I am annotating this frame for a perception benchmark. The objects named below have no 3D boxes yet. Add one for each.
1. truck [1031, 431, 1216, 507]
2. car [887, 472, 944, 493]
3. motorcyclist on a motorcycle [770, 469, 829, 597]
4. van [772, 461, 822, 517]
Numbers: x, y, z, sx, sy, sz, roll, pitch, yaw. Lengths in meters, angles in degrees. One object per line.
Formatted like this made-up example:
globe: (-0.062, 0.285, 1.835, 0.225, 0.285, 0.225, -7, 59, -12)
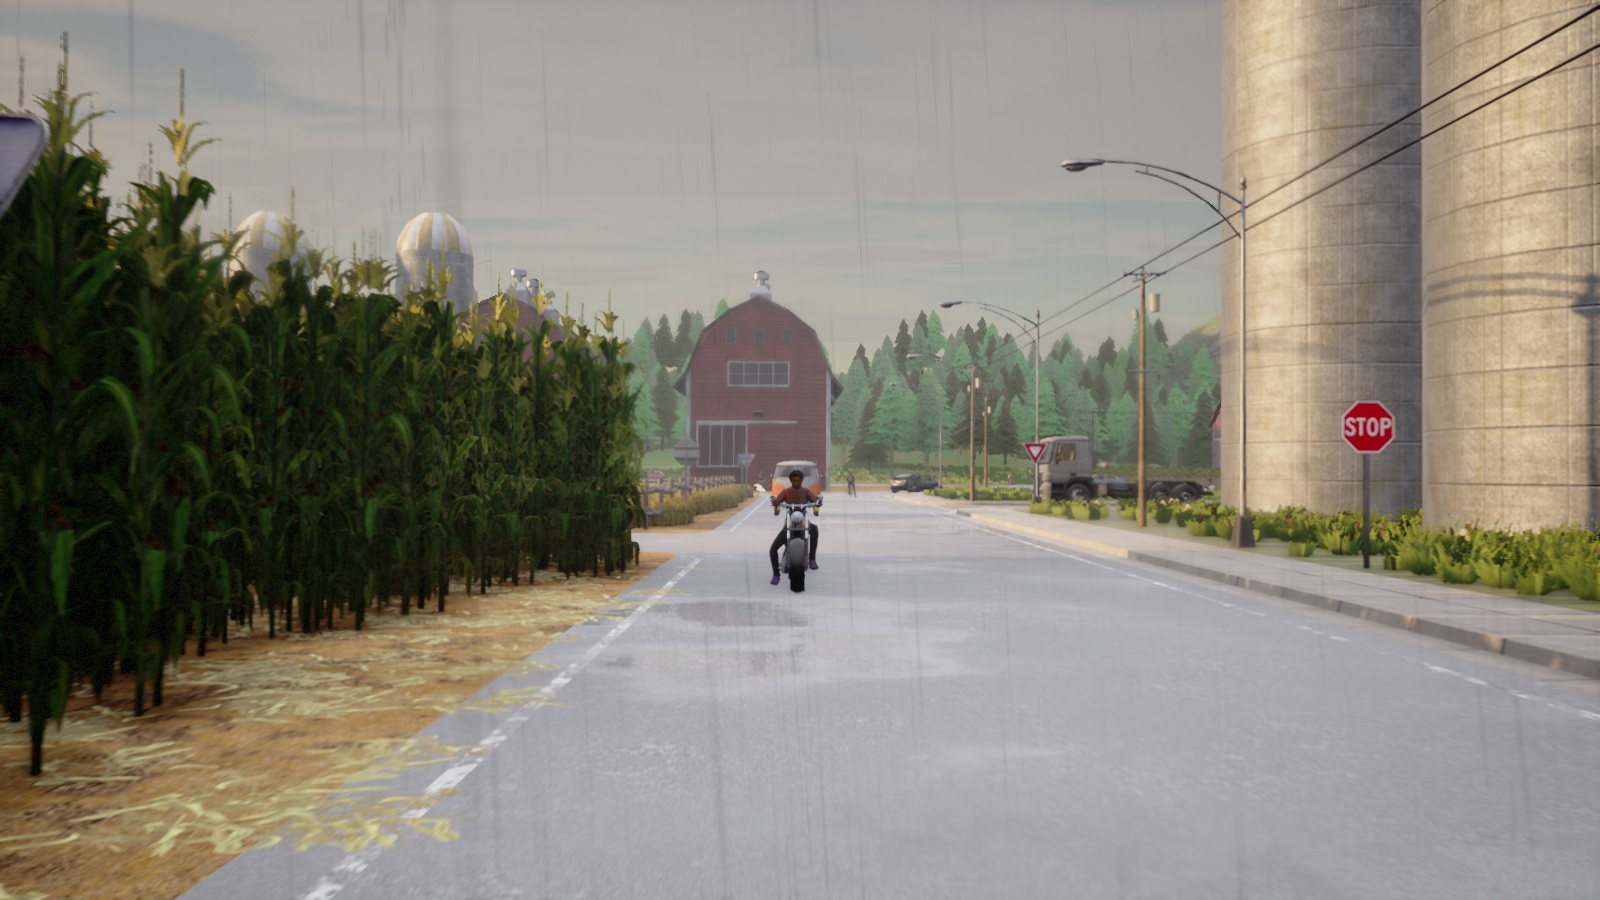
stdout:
truck: (15.148, 0.904, 59.242, 7.936, 3.462, 2.891, 0, -1, -1)
car: (8.815, 2.450, 95.487, 2.007, 1.525, 4.514, -1, -1, 42)
motorcyclist on a motorcycle: (-0.038, 1.087, 17.404, 0.766, 1.649, 2.350, 0, -1, -1)
van: (-0.112, 1.417, 46.392, 1.775, 1.987, 4.442, 0, -1, 0)
